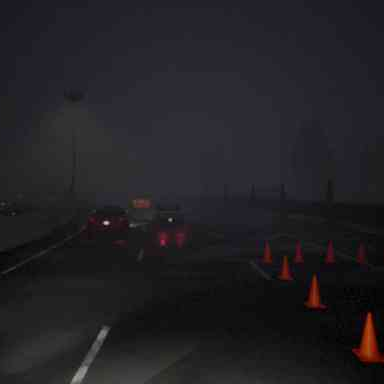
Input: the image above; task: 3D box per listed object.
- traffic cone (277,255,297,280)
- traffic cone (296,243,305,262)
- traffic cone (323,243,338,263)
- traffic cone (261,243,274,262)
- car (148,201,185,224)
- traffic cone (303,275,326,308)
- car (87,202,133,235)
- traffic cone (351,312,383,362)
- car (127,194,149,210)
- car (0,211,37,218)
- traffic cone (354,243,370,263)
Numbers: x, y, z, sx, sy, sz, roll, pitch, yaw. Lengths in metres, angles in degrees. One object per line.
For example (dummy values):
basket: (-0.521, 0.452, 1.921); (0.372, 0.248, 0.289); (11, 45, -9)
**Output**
traffic cone: (2.400, 1.916, 8.539); (0.340, 0.580, 0.340); (0, 0, 0)
traffic cone: (3.391, 1.908, 10.543); (0.340, 0.580, 0.340); (0, 0, 0)
traffic cone: (4.391, 1.912, 10.548); (0.340, 0.580, 0.340); (0, 0, 0)
traffic cone: (2.391, 1.905, 10.539); (0.340, 0.580, 0.340); (0, 0, 0)
car: (-1.783, 1.464, 23.291); (1.895, 1.301, 4.718); (0, 0, -11)
traffic cone: (2.410, 1.927, 6.539); (0.340, 0.580, 0.340); (0, 0, 0)
car: (-4.393, 1.448, 17.932); (1.994, 1.385, 4.181); (0, 0, -8)
traffic cone: (2.419, 1.938, 4.539); (0.340, 0.580, 0.340); (0, 0, 0)
car: (-6.288, 1.111, 38.932); (2.097, 1.767, 4.553); (0, 0, -19)
car: (-13.376, 1.371, 25.941); (1.994, 1.385, 4.181); (0, 0, -15)
traffic cone: (5.391, 1.915, 10.553); (0.340, 0.580, 0.340); (0, 0, 0)
